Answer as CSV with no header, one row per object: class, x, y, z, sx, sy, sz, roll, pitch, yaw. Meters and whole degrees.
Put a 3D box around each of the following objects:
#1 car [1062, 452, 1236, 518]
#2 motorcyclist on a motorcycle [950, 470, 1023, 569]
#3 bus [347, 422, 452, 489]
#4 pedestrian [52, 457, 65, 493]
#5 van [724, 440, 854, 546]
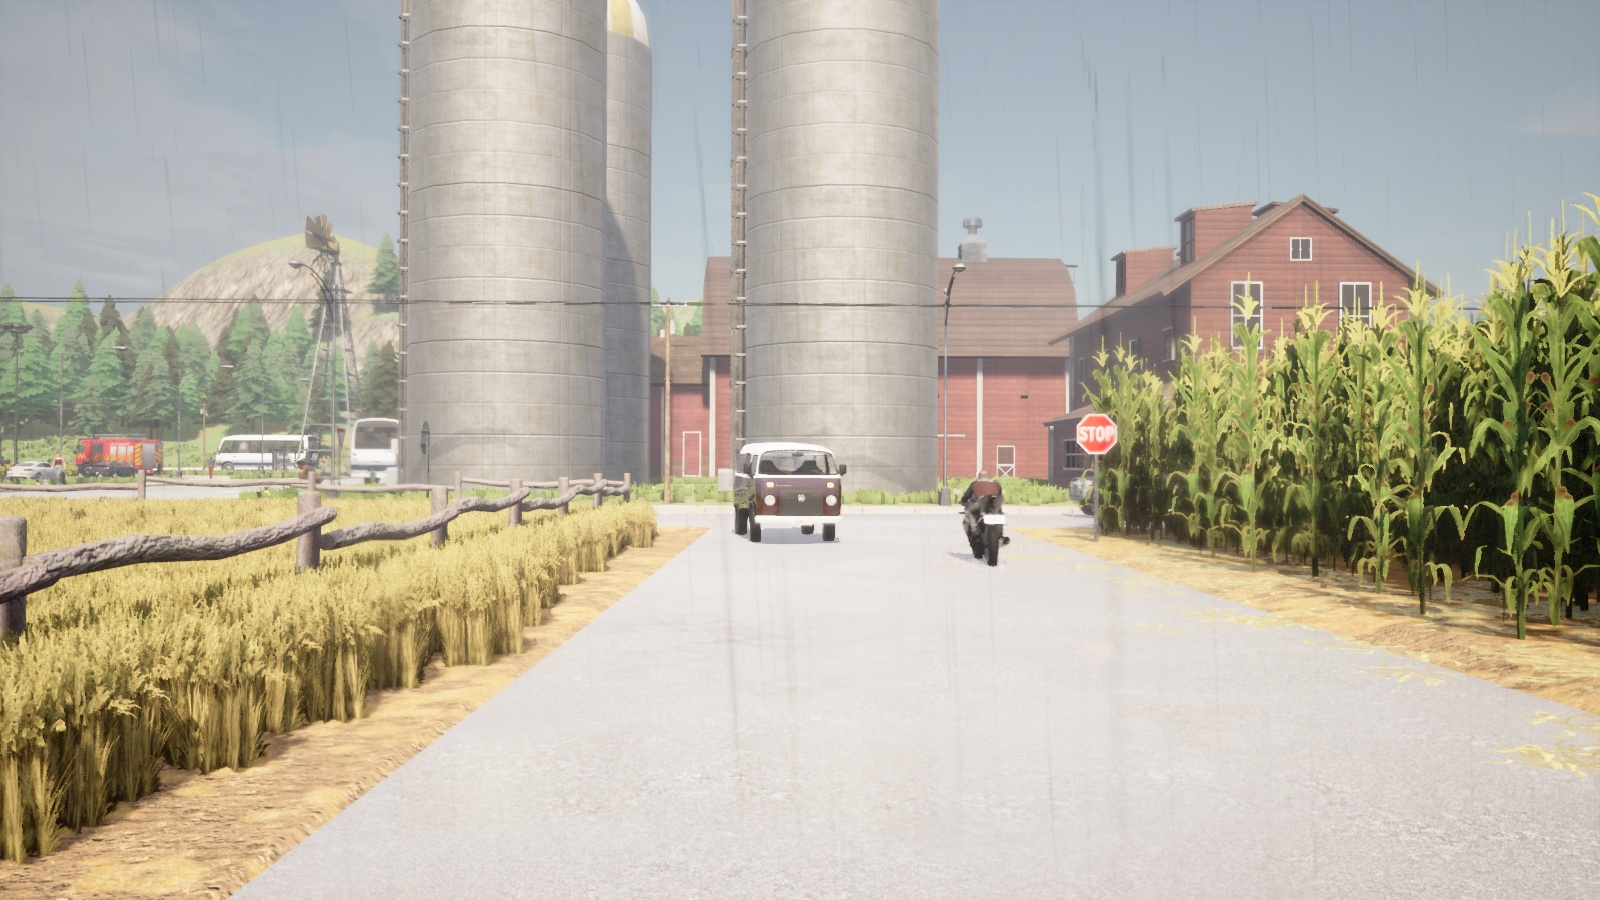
car,10.273,1.006,37.234,4.605,1.855,1.932,1,-1,0
motorcyclist on a motorcycle,3.041,1.096,20.694,0.866,1.530,2.191,0,-1,0
bus,-26.704,0.396,84.373,3.944,4.253,10.273,0,-1,-1
pedestrian,-38.120,1.289,64.557,0.345,1.836,0.594,0,-1,-2
van,-0.333,0.851,26.409,2.069,2.038,4.480,0,-1,-9
